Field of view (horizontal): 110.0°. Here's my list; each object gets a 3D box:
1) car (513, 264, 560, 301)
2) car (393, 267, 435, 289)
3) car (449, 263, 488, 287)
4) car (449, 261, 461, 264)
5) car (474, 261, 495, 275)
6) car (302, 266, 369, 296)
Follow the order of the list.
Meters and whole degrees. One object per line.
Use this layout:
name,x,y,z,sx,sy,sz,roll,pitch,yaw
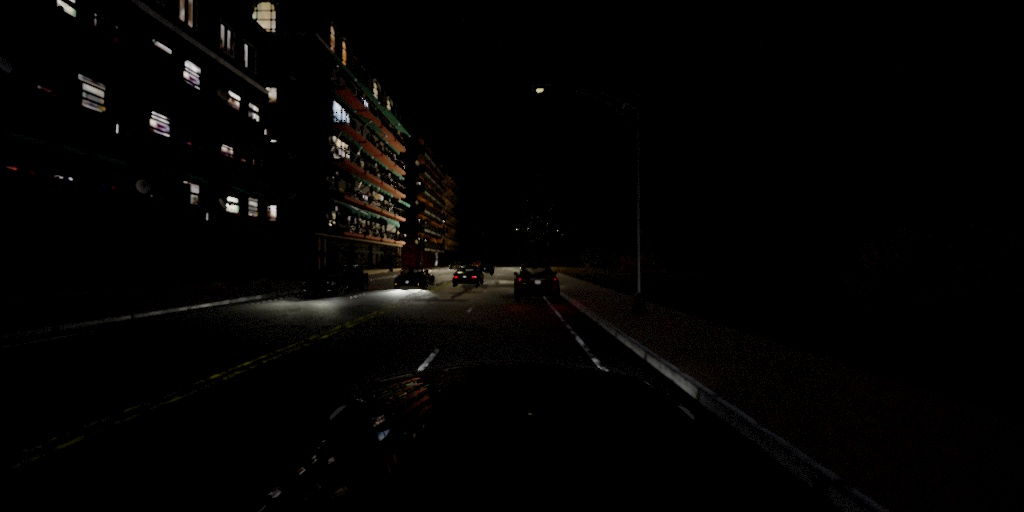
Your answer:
car,1.155,1.204,18.174,2.097,1.767,4.553,0,0,0
car,-6.576,1.456,24.468,1.994,1.385,4.181,0,0,0
car,-3.121,1.449,26.110,2.033,1.411,5.357,0,0,0
car,-9.742,1.629,62.705,1.837,1.490,4.892,0,0,0
car,-3.106,1.555,43.506,2.033,1.411,5.357,0,0,0
car,-9.830,1.344,20.341,1.882,1.535,5.008,0,0,0
